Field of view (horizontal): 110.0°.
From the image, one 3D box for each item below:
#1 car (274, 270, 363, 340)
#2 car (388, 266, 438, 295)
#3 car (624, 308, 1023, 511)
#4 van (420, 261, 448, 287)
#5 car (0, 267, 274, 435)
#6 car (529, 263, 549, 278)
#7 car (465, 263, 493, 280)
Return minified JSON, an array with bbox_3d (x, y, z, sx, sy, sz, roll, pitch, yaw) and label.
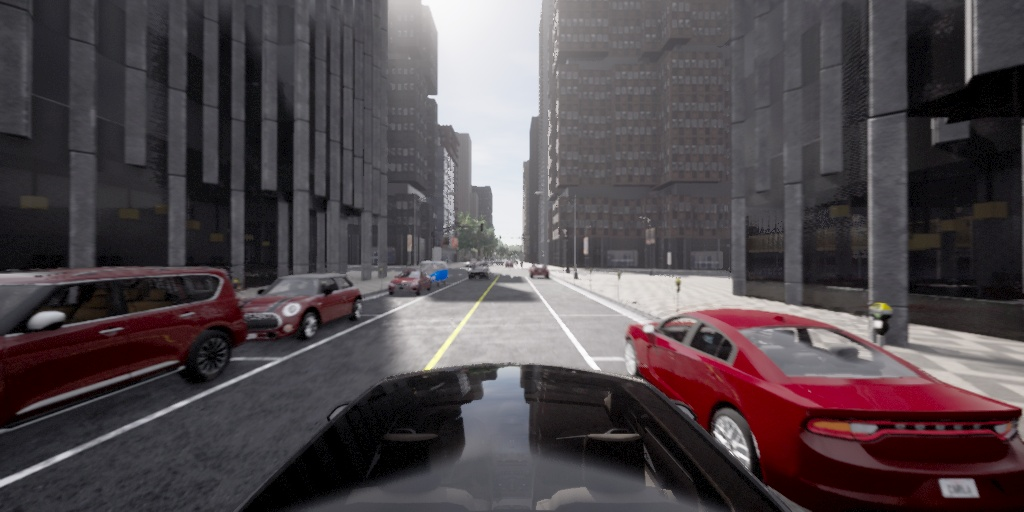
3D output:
[{"bbox_3d":[-5.763,1.237,9.880,1.967,1.591,4.097,0,0,0],"label":"car"},{"bbox_3d":[-5.763,1.457,20.759,1.802,1.307,4.207,0,0,0],"label":"car"},{"bbox_3d":[2.763,1.310,4.443,1.888,1.381,4.507,0,0,0],"label":"car"},{"bbox_3d":[-5.763,1.256,26.201,1.690,1.789,3.998,0,0,0],"label":"van"},{"bbox_3d":[-5.763,1.080,4.439,2.192,1.841,5.009,0,0,0],"label":"car"},{"bbox_3d":[2.762,1.437,37.084,1.967,1.591,4.097,0,0,0],"label":"car"},{"bbox_3d":[-3.058,1.576,34.184,1.895,1.301,4.718,0,0,0],"label":"car"}]
